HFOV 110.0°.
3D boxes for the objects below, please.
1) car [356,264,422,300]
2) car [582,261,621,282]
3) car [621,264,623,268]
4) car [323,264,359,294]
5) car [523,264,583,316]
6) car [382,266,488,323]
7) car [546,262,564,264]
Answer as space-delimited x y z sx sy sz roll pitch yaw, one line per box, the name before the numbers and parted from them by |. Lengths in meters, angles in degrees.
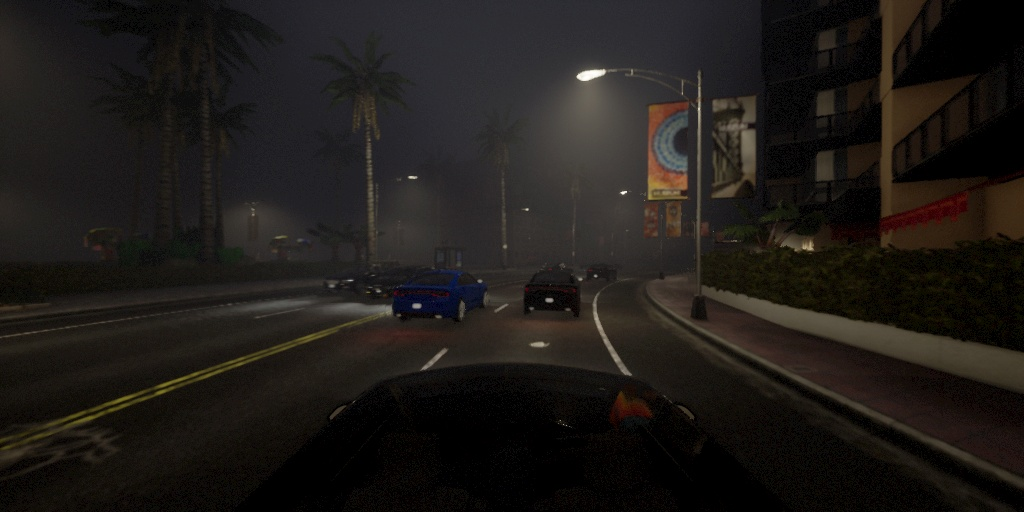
car | -4.911 1.213 17.116 1.837 1.490 4.892 0 0 14
car | 7.705 1.333 30.534 1.837 1.490 4.892 0 0 27
car | 15.382 1.452 55.084 2.033 1.411 5.357 1 0 36
car | -7.930 1.173 19.440 2.128 1.511 4.902 0 0 16
car | 1.647 1.246 13.743 1.882 1.535 5.008 0 0 11
car | -2.170 1.210 12.175 1.882 1.535 5.008 0 0 10
car | 3.777 1.283 30.462 2.128 1.511 4.902 0 0 26
